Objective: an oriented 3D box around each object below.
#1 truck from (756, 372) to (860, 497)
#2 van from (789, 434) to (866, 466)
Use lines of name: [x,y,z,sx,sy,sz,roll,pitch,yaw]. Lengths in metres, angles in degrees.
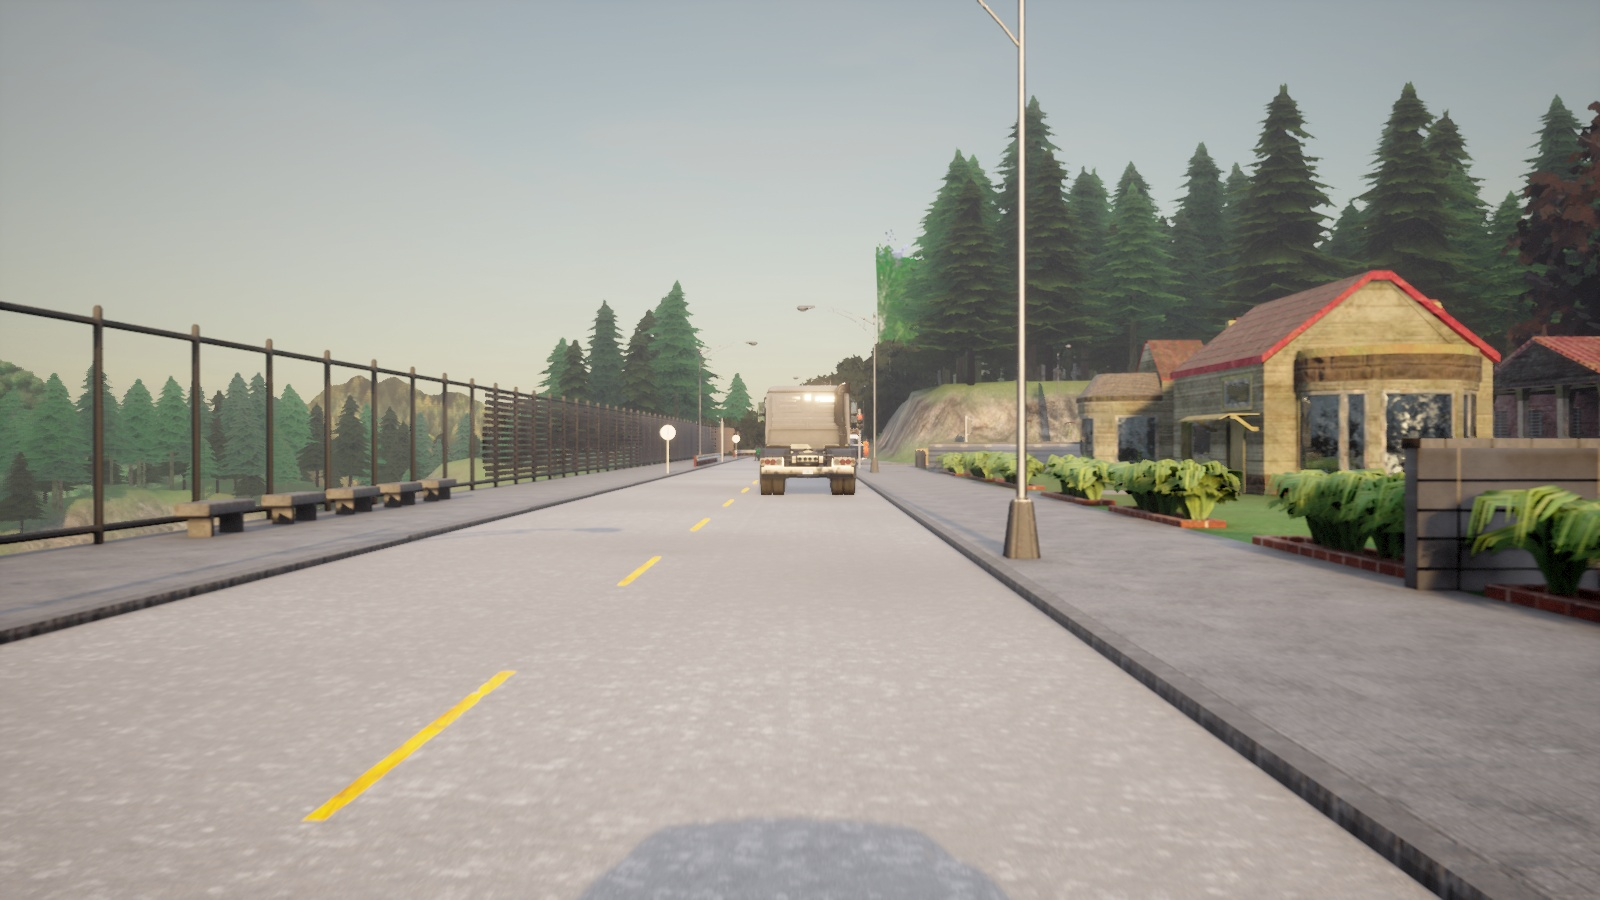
truck: [0.239,-0.454,38.839,2.891,3.462,7.936,0,0,0]
van: [1.785,0.015,80.874,4.480,2.038,2.069,0,0,-24]
